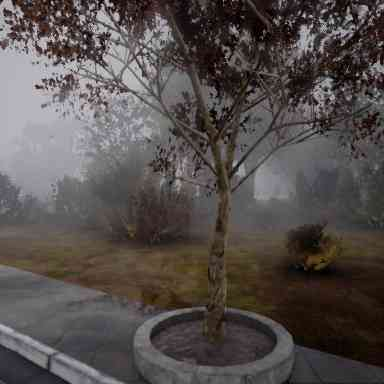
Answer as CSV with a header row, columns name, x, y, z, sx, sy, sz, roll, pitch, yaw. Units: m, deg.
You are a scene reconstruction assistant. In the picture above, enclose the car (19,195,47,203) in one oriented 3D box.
name,x,y,z,sx,sy,sz,roll,pitch,yaw
car,-17.649,1.334,37.693,1.895,1.301,4.718,1,0,32
